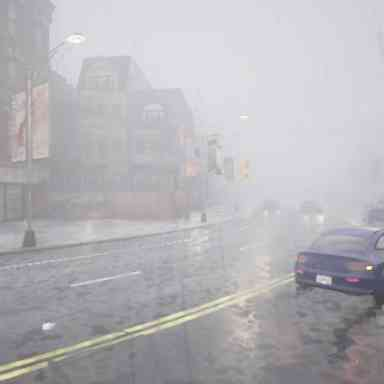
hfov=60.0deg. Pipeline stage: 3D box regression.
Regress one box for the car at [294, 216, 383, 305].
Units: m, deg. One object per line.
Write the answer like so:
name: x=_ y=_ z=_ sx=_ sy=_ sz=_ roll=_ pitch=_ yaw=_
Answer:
car: x=4.168 y=1.561 z=8.236 sx=1.812 sy=1.442 sz=4.674 roll=-1 pitch=0 yaw=43

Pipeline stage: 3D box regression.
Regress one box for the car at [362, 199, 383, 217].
car: x=14.183 y=1.567 z=25.217 sx=1.882 sy=1.535 sz=5.008 roll=0 pitch=0 yaw=20

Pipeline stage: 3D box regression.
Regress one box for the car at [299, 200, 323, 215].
car: x=13.241 y=1.691 z=37.194 sx=1.837 sy=1.490 sz=4.892 roll=0 pitch=-1 yaw=9

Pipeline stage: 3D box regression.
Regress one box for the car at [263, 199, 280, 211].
car: x=10.910 y=1.785 z=45.740 sx=1.837 sy=1.490 sz=4.892 roll=0 pitch=-1 yaw=7
